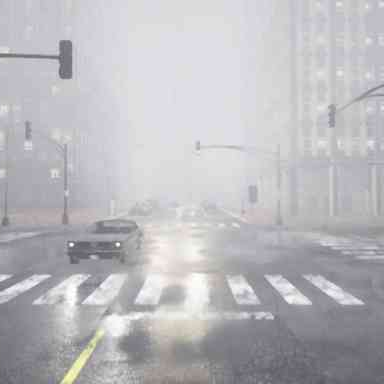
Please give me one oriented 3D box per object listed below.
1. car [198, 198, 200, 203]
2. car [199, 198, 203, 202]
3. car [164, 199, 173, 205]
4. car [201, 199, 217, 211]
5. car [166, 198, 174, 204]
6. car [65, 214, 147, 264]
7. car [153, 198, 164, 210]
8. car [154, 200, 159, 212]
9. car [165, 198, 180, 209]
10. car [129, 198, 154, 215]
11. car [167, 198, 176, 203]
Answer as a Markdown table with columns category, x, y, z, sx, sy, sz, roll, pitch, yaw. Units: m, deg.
| category | x | y | z | sx | sy | sz | roll | pitch | yaw |
| --- | --- | --- | --- | --- | --- | --- | --- | --- | --- |
| car | 2.697 | 2.172 | 64.305 | 1.947 | 1.339 | 4.313 | 1 | -1 | 0 |
| car | 2.698 | 2.080 | 58.899 | 1.752 | 1.417 | 4.829 | 1 | -1 | 0 |
| car | -5.685 | 2.313 | 80.960 | 2.008 | 1.369 | 4.403 | 1 | -1 | 0 |
| car | 2.697 | 2.030 | 47.573 | 1.802 | 1.307 | 4.206 | 1 | -1 | 0 |
| car | -5.686 | 2.360 | 86.535 | 1.887 | 1.381 | 4.507 | 1 | -1 | 0 |
| car | -3.002 | 1.719 | 12.408 | 1.895 | 1.301 | 4.718 | 0 | -1 | 0 |
| car | -5.677 | 1.763 | 47.513 | 2.192 | 1.841 | 5.009 | 1 | -1 | 0 |
| car | -5.682 | 1.977 | 41.935 | 1.802 | 1.307 | 4.206 | 1 | -1 | 0 |
| car | -3.006 | 2.033 | 56.442 | 2.033 | 1.411 | 5.357 | 0 | -1 | 0 |
| car | -5.678 | 1.783 | 36.361 | 1.967 | 1.590 | 4.097 | 1 | -1 | 0 |
| car | -5.686 | 2.419 | 92.110 | 2.008 | 1.369 | 4.403 | 1 | -1 | 0 |
